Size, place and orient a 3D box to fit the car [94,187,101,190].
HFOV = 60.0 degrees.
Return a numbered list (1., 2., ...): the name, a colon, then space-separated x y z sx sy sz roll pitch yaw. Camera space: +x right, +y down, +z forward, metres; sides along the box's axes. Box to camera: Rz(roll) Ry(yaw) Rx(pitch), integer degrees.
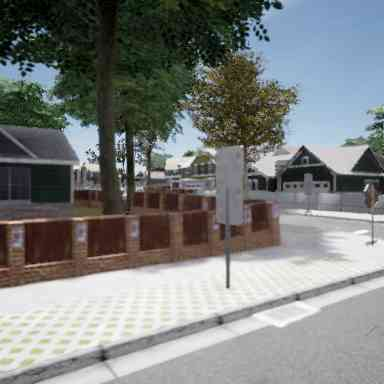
1. car: -13.643 0.129 49.951 2.097 1.767 4.553 0 2 -30
